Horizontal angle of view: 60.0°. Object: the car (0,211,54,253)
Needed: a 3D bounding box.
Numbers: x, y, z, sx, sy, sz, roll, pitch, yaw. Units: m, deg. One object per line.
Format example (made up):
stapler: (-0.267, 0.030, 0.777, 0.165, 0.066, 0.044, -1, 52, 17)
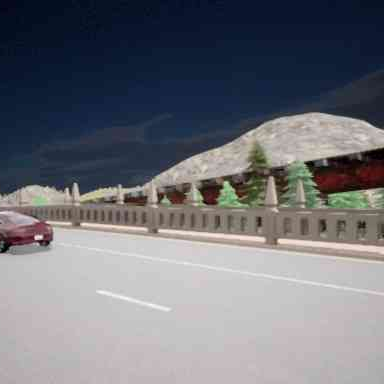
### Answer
car: (-7.565, 1.529, 13.692, 4.674, 1.442, 1.812, 0, 0, 36)
